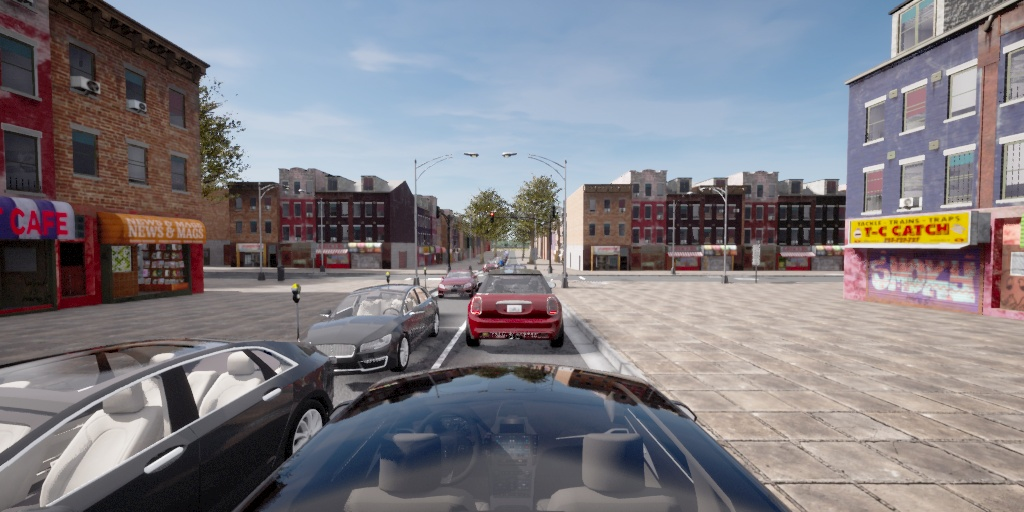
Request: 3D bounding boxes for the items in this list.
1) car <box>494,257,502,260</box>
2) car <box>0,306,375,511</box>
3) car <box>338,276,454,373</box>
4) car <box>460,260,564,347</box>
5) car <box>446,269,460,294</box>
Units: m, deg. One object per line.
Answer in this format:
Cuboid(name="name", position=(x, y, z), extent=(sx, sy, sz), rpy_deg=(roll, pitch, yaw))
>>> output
Cuboid(name="car", position=(-2.578, 1.233, 45.106), extent=(1.967, 1.591, 4.097), rpy_deg=(0, 0, 0))
Cuboid(name="car", position=(-2.640, 1.300, 1.988), extent=(2.007, 1.370, 4.403), rpy_deg=(0, 0, 0))
Cuboid(name="car", position=(-2.632, 1.298, 7.436), extent=(2.007, 1.370, 4.403), rpy_deg=(0, 0, 0))
Cuboid(name="car", position=(0.109, 1.099, 9.481), extent=(2.097, 1.767, 4.553), rpy_deg=(0, 0, 2))
Cuboid(name="car", position=(-2.617, 1.332, 18.330), extent=(1.802, 1.307, 4.207), rpy_deg=(0, 0, 0))
